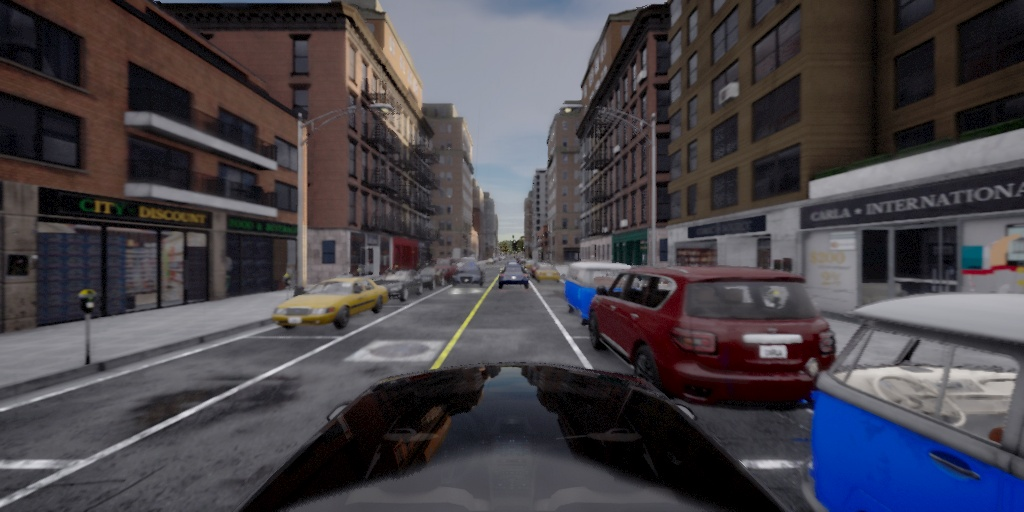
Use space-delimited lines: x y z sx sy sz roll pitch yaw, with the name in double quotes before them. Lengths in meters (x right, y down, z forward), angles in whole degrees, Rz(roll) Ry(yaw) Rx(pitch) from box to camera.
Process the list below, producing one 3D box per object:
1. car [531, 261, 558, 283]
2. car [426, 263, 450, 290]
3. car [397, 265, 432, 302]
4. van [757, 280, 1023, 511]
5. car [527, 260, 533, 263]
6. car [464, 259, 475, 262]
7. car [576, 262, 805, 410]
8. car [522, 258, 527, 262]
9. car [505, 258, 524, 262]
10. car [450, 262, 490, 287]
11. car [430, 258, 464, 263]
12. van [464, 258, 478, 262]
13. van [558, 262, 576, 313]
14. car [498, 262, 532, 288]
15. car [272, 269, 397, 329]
"car" 2.675 1.273 27.870 1.751 1.417 4.829 0 0 0
"car" -5.388 1.314 22.296 1.948 1.339 4.313 0 0 0
"car" -5.392 1.299 16.890 2.007 1.370 4.403 0 0 0
"van" 2.690 1.091 0.669 1.690 1.789 3.998 0 0 0
"car" 2.672 1.187 33.106 1.967 1.591 4.097 0 0 0
"car" -5.378 1.329 38.515 1.802 1.307 4.207 0 0 0
"car" 2.687 1.064 6.076 2.192 1.841 5.009 0 0 0
"car" 2.664 1.271 49.495 1.751 1.417 4.829 0 0 0
"car" 0.116 1.272 41.214 1.812 1.442 4.674 0 0 0
"car" -2.838 1.312 24.289 1.994 1.385 4.181 0 0 0
"car" -5.385 1.062 27.702 2.192 1.841 5.009 0 0 0
"van" -5.374 1.087 43.921 1.690 1.789 3.998 0 0 0
"van" 2.684 1.090 11.482 1.690 1.789 3.998 0 0 0
"car" 0.108 1.311 24.107 1.994 1.385 4.181 0 0 0
"car" -5.395 1.275 11.314 1.751 1.417 4.829 0 0 0
